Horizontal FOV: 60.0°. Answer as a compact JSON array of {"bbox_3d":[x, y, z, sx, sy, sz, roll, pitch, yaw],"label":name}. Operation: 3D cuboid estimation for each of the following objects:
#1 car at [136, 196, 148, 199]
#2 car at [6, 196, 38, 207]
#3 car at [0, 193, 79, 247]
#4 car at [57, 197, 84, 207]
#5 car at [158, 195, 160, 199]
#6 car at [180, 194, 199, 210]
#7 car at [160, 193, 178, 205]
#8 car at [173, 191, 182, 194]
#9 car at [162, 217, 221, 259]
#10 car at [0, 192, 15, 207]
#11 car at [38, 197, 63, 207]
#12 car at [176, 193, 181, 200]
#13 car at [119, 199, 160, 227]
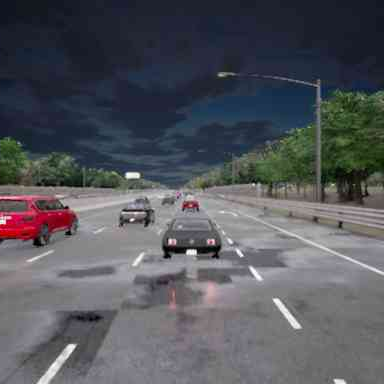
[{"bbox_3d":[-7.243,1.389,48.530,1.837,1.490,4.892,0,0,-1],"label":"car"},{"bbox_3d":[-24.794,1.375,48.736,2.128,1.511,4.902,0,0,0],"label":"car"},{"bbox_3d":[-7.023,1.197,14.992,2.150,2.045,5.566,0,0,0],"label":"car"},{"bbox_3d":[-17.793,1.429,49.182,2.033,1.411,5.357,0,0,0],"label":"car"},{"bbox_3d":[-7.760,1.354,86.174,1.895,1.301,4.718,0,0,-1],"label":"car"},{"bbox_3d":[-0.170,1.382,40.548,1.882,1.535,5.008,0,0,0],"label":"car"},{"bbox_3d":[-3.811,1.369,54.927,1.837,1.490,4.892,0,0,-1],"label":"car"},{"bbox_3d":[-4.302,1.231,88.554,1.882,1.535,5.008,0,0,-1],"label":"car"},{"bbox_3d":[-0.015,1.581,12.571,1.895,1.301,4.718,0,0,0],"label":"car"},{"bbox_3d":[-28.281,1.107,48.269,2.150,2.045,5.566,0,0,0],"label":"car"},{"bbox_3d":[-21.303,1.443,50.125,1.994,1.385,4.181,0,0,0],"label":"car"},{"bbox_3d":[-4.028,1.401,71.745,1.895,1.301,4.718,0,0,-1],"label":"car"},{"bbox_3d":[-3.551,1.446,22.144,2.128,1.511,4.902,0,0,0],"label":"car"}]
